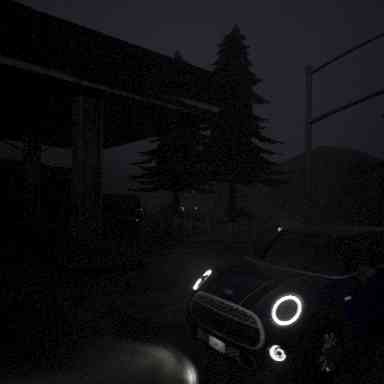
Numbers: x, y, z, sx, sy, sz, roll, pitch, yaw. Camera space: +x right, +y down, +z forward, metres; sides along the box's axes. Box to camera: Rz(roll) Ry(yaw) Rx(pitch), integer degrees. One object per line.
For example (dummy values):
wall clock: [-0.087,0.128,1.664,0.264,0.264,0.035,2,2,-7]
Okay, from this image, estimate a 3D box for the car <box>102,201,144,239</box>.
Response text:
car: [-4.539,1.446,18.283,1.905,1.878,3.866,1,0,-36]

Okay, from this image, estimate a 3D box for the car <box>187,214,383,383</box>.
car: [2.141,1.368,5.560,4.553,1.767,2.097,1,0,-36]

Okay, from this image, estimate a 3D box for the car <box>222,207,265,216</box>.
car: [4.080,1.815,25.013,1.994,1.385,4.181,1,0,-35]

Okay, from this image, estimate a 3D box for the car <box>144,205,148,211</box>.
car: [-7.487,1.664,41.317,2.033,1.411,5.357,1,0,-35]

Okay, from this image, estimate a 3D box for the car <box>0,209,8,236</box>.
car: [-11.671,1.520,18.466,2.242,1.667,4.611,1,0,-36]

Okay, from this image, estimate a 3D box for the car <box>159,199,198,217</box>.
car: [-1.339,1.540,32.653,2.097,1.767,4.553,1,0,-36]
